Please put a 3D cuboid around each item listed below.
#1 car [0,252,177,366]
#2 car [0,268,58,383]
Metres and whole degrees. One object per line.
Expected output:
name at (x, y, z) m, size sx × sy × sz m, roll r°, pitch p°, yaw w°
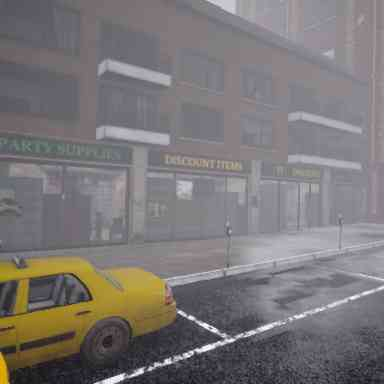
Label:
car at (-2.516, 1.526, 4.278) m, size 4.829 × 1.417 × 1.752 m, roll 0°, pitch 2°, yaw -35°
car at (-3.193, 1.476, 0.794) m, size 5.008 × 1.535 × 1.882 m, roll 0°, pitch 0°, yaw -35°
